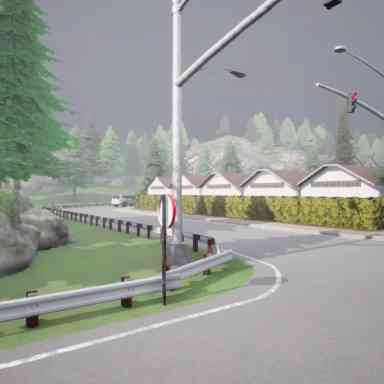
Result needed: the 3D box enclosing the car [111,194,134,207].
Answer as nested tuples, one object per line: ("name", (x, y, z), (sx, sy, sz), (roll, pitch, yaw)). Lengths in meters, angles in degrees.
("car", (-10.454, 1.398, 53.907), (2.150, 2.045, 5.566), (0, 0, 36))
